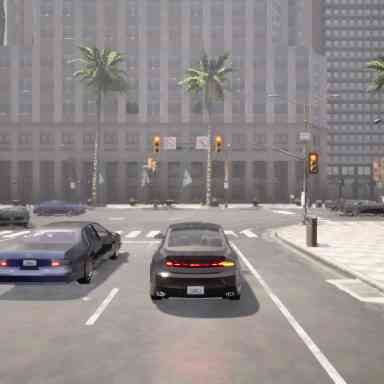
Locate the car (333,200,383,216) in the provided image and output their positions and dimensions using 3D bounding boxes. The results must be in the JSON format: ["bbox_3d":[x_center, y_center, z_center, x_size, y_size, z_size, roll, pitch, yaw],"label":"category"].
[{"bbox_3d":[16.390,1.491,31.242,4.902,1.511,2.128,0,0,0],"label":"car"}]

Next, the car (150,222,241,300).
[{"bbox_3d":[0.075,1.505,8.359,1.837,1.490,4.892,0,0,0],"label":"car"}]

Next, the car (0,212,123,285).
[{"bbox_3d":[-3.422,1.547,9.553,2.033,1.411,5.357,0,0,0],"label":"car"}]

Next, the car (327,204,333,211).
[{"bbox_3d":[18.217,1.601,38.437,4.718,1.301,1.895,0,0,0],"label":"car"}]

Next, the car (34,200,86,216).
[{"bbox_3d":[-12.399,1.525,31.315,4.674,1.442,1.812,0,0,0],"label":"car"}]

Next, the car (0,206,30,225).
[{"bbox_3d":[-11.450,1.601,21.287,1.895,1.301,4.718,0,0,-27],"label":"car"}]
